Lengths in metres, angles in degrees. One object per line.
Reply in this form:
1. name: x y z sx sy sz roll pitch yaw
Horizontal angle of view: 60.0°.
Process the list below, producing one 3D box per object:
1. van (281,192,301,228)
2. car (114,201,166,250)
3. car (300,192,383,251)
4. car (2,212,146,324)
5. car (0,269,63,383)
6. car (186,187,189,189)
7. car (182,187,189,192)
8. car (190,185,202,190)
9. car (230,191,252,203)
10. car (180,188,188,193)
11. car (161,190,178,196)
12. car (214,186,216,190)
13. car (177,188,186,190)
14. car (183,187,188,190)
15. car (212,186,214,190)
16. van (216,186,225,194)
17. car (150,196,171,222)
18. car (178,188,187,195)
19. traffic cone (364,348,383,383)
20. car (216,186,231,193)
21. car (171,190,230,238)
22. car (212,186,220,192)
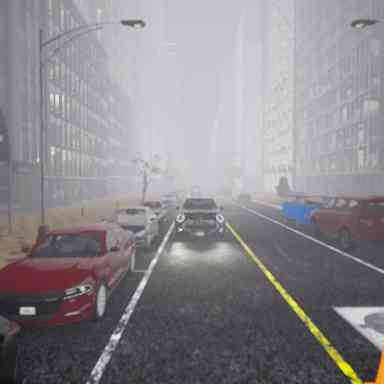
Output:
1. van: 6.139 0.910 18.229 1.690 1.788 3.998 0 1 0
2. car: -2.273 1.242 12.600 2.008 1.369 4.403 0 1 0
3. car: 6.107 1.020 12.547 2.192 1.841 5.009 0 1 0
4. car: -2.304 1.372 6.918 1.887 1.381 4.507 0 1 0
5. car: -2.337 1.529 1.236 1.947 1.339 4.313 0 1 0
6. car: -2.013 0.040 58.052 1.967 1.590 4.097 0 1 0
7. car: -1.817 -0.671 92.147 2.008 1.369 4.403 0 1 0
8. car: 0.741 -0.403 67.660 2.150 2.045 5.566 0 1 0
9. car: 6.271 0.575 40.961 2.008 1.369 4.403 0 1 0
10. car: -1.882 -0.381 80.783 1.947 1.339 4.313 0 1 0
11. car: -2.175 0.833 29.646 2.008 1.369 4.403 0 1 0
12. car: 6.431 -0.344 69.366 2.192 1.841 5.009 0 1 0
13. car: -2.109 0.560 41.009 2.008 1.369 4.403 0 1 0
14. car: -2.044 0.319 52.374 1.802 1.307 4.206 0 1 0
15. car: 6.498 -0.493 80.733 1.967 1.590 4.097 0 1 0
16. van: 6.464 -0.455 75.048 1.690 1.788 3.998 0 1 0
17. car: -2.239 1.137 18.282 1.802 1.307 4.206 0 1 0
18. car: -1.948 -0.144 69.249 1.752 1.417 4.829 0 1 0
19. traffic cone: 2.099 1.870 3.566 0.340 0.580 0.340 0 1 0
20. car: 6.399 -0.207 63.684 2.192 1.841 5.009 0 1 0
21. car: 0.341 0.986 15.132 2.097 1.767 4.553 0 1 0
22. car: 6.562 -0.768 92.096 1.967 1.590 4.097 0 1 0
